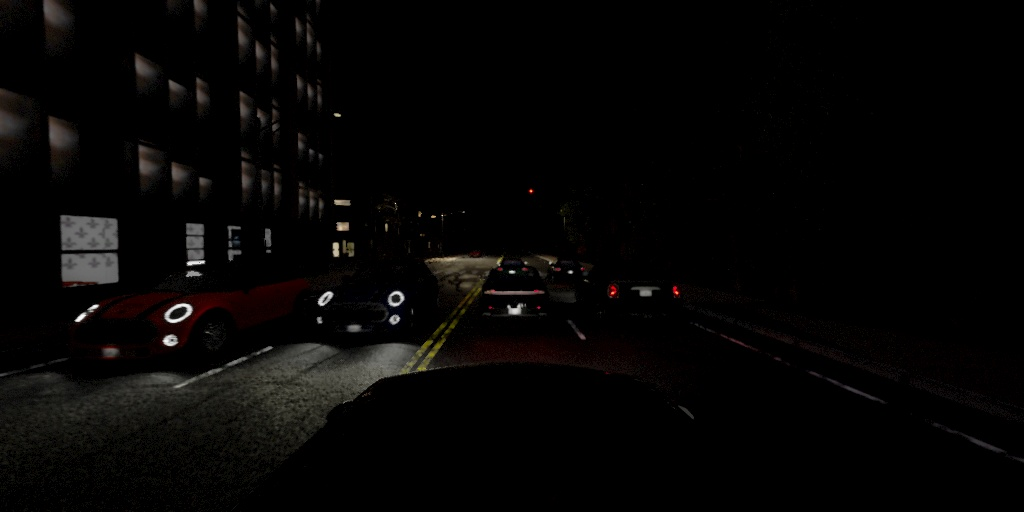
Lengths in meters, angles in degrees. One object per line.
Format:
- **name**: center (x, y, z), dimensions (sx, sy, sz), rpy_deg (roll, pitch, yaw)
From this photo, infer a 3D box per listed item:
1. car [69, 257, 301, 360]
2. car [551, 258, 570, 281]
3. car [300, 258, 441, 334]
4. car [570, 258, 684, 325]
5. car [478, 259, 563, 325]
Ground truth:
- **car**: center (-6.630, 0.942, 8.141), dimensions (2.097, 1.767, 4.553), rpy_deg (0, 2, 0)
- **car**: center (3.242, 0.812, 21.810), dimensions (1.994, 1.385, 4.181), rpy_deg (0, 1, 0)
- **car**: center (-3.388, 0.898, 9.891), dimensions (2.097, 1.767, 4.553), rpy_deg (0, 2, 0)
- **car**: center (3.301, 0.872, 10.998), dimensions (2.097, 1.767, 4.553), rpy_deg (0, 2, 0)
- **car**: center (0.053, 1.015, 10.794), dimensions (2.128, 1.511, 4.902), rpy_deg (0, 2, 0)
